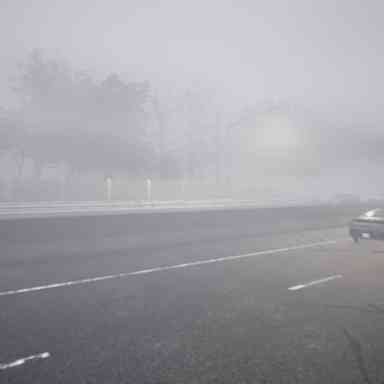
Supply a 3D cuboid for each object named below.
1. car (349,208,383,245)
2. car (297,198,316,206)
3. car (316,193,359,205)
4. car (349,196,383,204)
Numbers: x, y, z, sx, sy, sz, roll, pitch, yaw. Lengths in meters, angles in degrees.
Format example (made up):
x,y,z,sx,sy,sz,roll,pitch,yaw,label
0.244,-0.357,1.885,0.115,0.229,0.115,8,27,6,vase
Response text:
x,y,z,sx,sy,sz,roll,pitch,yaw,label
8.674,1.450,14.226,4.902,1.511,2.128,0,0,-35,car
14.561,1.470,40.145,4.181,1.385,1.994,0,0,-35,car
16.884,1.126,37.505,5.566,2.045,2.150,0,0,-35,car
18.785,1.411,34.563,4.892,1.490,1.837,0,0,-35,car
